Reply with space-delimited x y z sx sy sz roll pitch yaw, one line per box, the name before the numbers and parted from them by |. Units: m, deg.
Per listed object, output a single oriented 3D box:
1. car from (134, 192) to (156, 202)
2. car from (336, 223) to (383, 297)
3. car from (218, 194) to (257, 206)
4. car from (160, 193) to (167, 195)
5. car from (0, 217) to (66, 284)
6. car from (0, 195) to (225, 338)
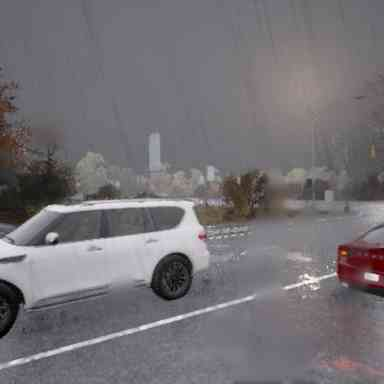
car | -8.840 0.875 62.258 2.097 1.767 4.553 -1 1 -38
car | 5.298 1.368 7.517 5.008 1.535 1.882 -1 1 -35
car | 5.928 0.993 43.692 2.128 1.511 4.902 -1 1 -39
car | -5.618 0.984 63.826 1.812 1.442 4.674 -1 1 -38
car | -5.854 1.526 8.413 4.674 1.442 1.812 -1 0 -35
car | -2.208 1.200 6.713 5.566 2.045 2.150 -1 0 -35
